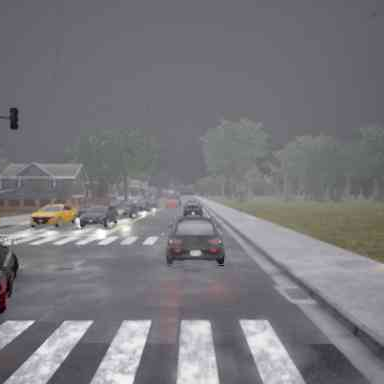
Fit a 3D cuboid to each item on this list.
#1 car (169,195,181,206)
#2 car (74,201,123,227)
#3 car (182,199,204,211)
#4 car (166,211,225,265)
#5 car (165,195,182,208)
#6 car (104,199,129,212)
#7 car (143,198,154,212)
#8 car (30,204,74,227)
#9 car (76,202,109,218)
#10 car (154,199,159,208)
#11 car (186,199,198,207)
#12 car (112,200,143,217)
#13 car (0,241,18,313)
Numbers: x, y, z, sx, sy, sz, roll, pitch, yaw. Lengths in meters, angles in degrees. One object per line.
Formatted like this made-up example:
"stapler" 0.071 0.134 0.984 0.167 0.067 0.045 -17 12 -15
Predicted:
"car" -3.255 1.604 64.669 2.150 2.045 5.566 0 0 0
"car" -6.596 1.655 24.011 1.837 1.490 4.892 0 0 0
"car" 0.099 1.707 33.022 1.837 1.490 4.892 0 0 0
"car" 0.101 1.603 11.830 1.812 1.442 4.674 0 0 0
"car" -3.254 1.678 54.604 2.097 1.767 4.553 0 0 0
"car" -9.796 1.755 43.584 2.128 1.511 4.902 0 0 1
"car" -6.553 1.826 43.388 1.994 1.385 4.181 0 0 1
"car" -9.853 1.629 24.054 1.882 1.535 5.008 0 0 -1
"car" -9.835 1.767 33.206 1.994 1.385 4.181 0 0 1
"car" -6.517 1.826 53.775 1.837 1.490 4.892 0 0 1
"car" 0.032 1.910 58.133 1.994 1.385 4.181 0 0 1
"car" -6.593 1.696 33.384 2.128 1.511 4.902 0 0 0
"car" -5.028 1.613 7.227 1.994 1.385 4.181 1 0 -27
